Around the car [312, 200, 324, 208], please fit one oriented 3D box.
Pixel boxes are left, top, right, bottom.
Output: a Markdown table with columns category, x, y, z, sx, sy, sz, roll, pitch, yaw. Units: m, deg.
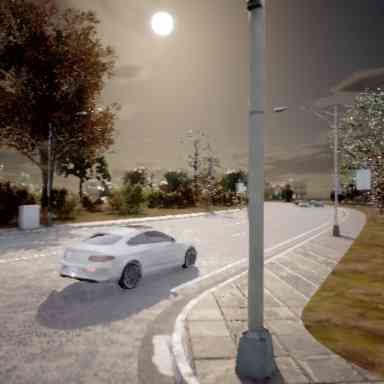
| category | x | y | z | sx | sy | sz | roll | pitch | yaw |
| --- | --- | --- | --- | --- | --- | --- | --- | --- | --- |
| car | 30.359 | 2.949 | 79.806 | 1.812 | 1.442 | 4.674 | 0 | -1 | 12 |

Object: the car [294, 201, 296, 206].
| category | x | y | z | sx | sy | sz | roll | pitch | yaw |
| --- | --- | --- | --- | --- | --- | --- | --- | --- | --- |
| car | 28.819 | 2.929 | 90.003 | 1.882 | 1.535 | 5.008 | 0 | -1 | 8 |

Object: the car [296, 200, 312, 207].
| category | x | y | z | sx | sy | sz | roll | pitch | yaw |
| --- | --- | --- | --- | --- | --- | --- | --- | --- | --- |
| car | 26.811 | 3.000 | 79.967 | 1.895 | 1.301 | 4.718 | 0 | -1 | 12 |

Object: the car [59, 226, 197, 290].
| category | x | y | z | sx | sy | sz | roll | pitch | yaw |
| --- | --- | --- | --- | --- | --- | --- | --- | --- | --- |
| car | -1.599 | 1.708 | 9.715 | 1.812 | 1.442 | 4.674 | 0 | -1 | 30 |

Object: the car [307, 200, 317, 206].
| category | x | y | z | sx | sy | sz | roll | pitch | yaw |
| --- | --- | --- | --- | --- | --- | --- | --- | --- | --- |
| car | 32.289 | 2.991 | 89.539 | 1.812 | 1.442 | 4.674 | 0 | -1 | 8 |
